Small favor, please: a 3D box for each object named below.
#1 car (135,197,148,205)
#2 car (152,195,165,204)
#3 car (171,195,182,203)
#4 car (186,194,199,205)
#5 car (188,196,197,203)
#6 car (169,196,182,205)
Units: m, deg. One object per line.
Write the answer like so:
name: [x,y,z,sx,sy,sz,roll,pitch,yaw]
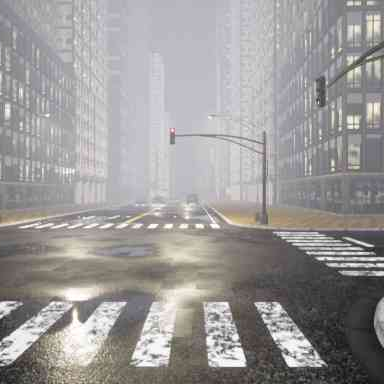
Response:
car: [-9.653,1.663,64.314,2.033,1.411,5.357,0,0,0]
car: [-6.403,1.468,64.340,2.097,1.767,4.553,0,0,0]
car: [-3.144,1.495,70.138,2.128,1.511,4.902,0,0,0]
car: [0.091,1.322,60.163,2.150,2.045,5.566,0,0,0]
car: [0.107,1.540,70.550,1.994,1.385,4.181,0,0,0]
car: [-3.159,1.702,60.167,1.895,1.301,4.718,0,0,0]
